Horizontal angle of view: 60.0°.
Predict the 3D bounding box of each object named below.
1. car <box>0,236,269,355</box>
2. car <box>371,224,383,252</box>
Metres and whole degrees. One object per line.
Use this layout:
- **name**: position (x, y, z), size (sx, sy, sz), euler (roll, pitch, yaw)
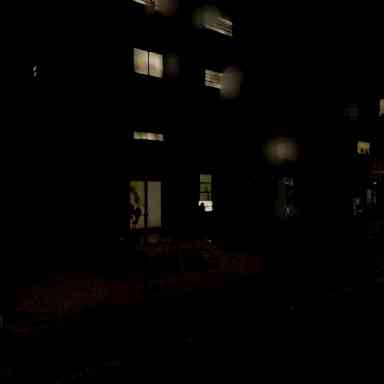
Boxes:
- **car**: position (-0.697, 1.525, 6.060), size (4.829, 1.417, 1.752), euler (0, 0, -35)
- **car**: position (8.451, 1.550, 12.556), size (4.403, 1.369, 2.008), euler (0, 0, -35)
